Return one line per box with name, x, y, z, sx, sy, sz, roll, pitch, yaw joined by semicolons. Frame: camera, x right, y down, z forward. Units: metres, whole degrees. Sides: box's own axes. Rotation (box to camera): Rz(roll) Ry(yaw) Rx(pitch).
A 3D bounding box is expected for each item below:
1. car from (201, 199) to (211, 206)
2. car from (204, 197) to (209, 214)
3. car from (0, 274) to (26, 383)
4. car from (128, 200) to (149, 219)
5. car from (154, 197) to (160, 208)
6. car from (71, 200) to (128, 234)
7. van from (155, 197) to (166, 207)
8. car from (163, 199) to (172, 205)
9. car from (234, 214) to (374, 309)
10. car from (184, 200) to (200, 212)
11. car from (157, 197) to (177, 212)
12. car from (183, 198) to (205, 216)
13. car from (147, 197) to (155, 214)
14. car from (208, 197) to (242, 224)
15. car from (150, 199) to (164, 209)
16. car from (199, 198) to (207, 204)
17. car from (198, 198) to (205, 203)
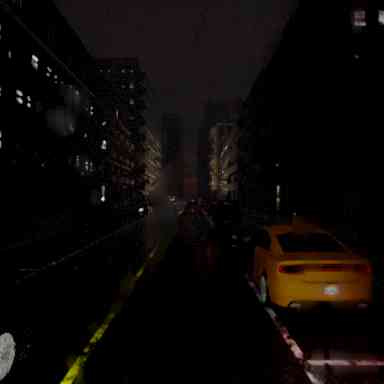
car;2.708;2.074;65.979;1.887;1.381;4.507;0;-1;0
car;2.704;1.722;37.531;1.967;1.590;4.097;0;0;0
car;-3.099;1.523;2.479;1.837;1.490;4.892;0;0;0
car;-5.678;1.788;31.844;2.008;1.369;4.403;0;0;0
car;-5.674;1.692;48.915;2.192;1.841;5.009;0;0;0
car;-5.679;1.463;20.465;2.192;1.841;5.009;0;0;0
van;-5.672;1.819;60.293;1.690;1.788;3.998;0;-1;0
car;-5.671;2.222;77.363;1.802;1.307;4.206;0;-1;0
car;2.363;1.533;8.102;1.882;1.535;5.008;0;0;0
car;0.025;1.895;45.496;2.033;1.411;5.357;0;0;0
car;-3.087;1.836;45.167;2.128;1.511;4.902;0;0;0
car;0.080;1.743;35.466;1.882;1.535;5.008;0;0;0
car;-5.677;1.723;37.535;1.967;1.590;4.097;0;0;0
car;2.702;1.506;26.152;2.192;1.841;5.009;0;0;0
car;-5.675;1.951;54.434;1.752;1.417;4.829;0;-1;0
car;2.711;2.278;83.048;1.802;1.307;4.206;0;-1;0
car;2.713;2.393;94.428;1.802;1.307;4.206;0;-1;0
